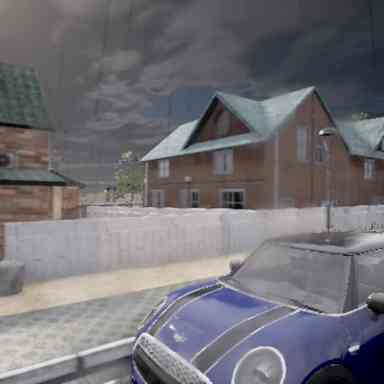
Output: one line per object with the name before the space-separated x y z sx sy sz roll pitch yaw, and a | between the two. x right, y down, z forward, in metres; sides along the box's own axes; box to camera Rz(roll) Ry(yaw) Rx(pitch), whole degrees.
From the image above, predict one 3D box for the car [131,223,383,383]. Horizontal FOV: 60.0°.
car | 1.556 1.354 4.181 4.553 1.767 2.097 0 0 -35
